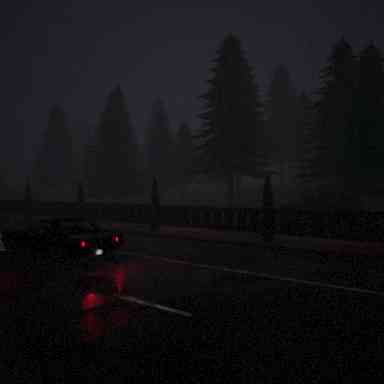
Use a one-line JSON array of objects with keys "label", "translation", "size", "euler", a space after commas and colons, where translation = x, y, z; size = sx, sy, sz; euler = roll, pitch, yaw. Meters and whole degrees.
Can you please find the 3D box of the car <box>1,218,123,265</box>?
[{"label": "car", "translation": [-4.692, 1.570, 11.637], "size": [4.718, 1.301, 1.895], "euler": [0, 0, 36]}]
